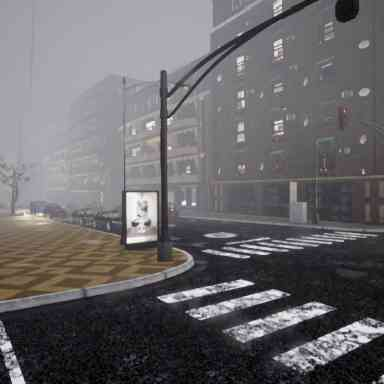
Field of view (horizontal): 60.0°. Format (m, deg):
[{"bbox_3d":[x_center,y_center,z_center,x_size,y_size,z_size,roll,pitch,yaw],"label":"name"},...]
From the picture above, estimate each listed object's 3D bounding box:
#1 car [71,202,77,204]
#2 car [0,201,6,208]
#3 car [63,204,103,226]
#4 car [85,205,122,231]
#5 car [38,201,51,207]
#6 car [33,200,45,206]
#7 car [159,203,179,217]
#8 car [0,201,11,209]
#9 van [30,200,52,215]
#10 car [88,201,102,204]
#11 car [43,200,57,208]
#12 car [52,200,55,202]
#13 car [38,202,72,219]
[{"bbox_3d":[-21.505,2.424,59.695,1.802,1.307,4.206,-2,0,-36],"label":"car"},{"bbox_3d":[-44.614,2.863,77.348,1.887,1.381,4.507,-2,0,-36],"label":"car"},{"bbox_3d":[-8.818,1.969,27.632,2.008,1.369,4.403,-2,0,-36],"label":"car"},{"bbox_3d":[-5.554,1.888,23.119,2.008,1.369,4.403,-2,0,-36],"label":"car"},{"bbox_3d":[-34.559,2.736,77.745,1.947,1.339,4.313,-2,0,-36],"label":"car"},{"bbox_3d":[-37.824,2.798,82.258,1.887,1.381,4.507,-2,0,-36],"label":"car"},{"bbox_3d":[-3.132,1.824,34.506,1.967,1.590,4.097,-2,0,-36],"label":"car"},{"bbox_3d":[-38.087,2.704,68.323,2.008,1.369,4.403,-2,0,-36],"label":"car"},{"bbox_3d":[-19.811,2.035,42.997,1.690,1.788,3.998,-2,0,-36],"label":"van"},{"bbox_3d":[-14.977,2.119,50.672,1.967,1.590,4.097,-2,0,-36],"label":"car"},{"bbox_3d":[-31.299,2.528,73.233,1.967,1.590,4.097,-2,0,-36],"label":"car"},{"bbox_3d":[-25.350,2.470,60.605,1.994,1.385,4.181,-1,-1,-36],"label":"car"},{"bbox_3d":[-14.893,2.115,36.109,1.887,1.381,4.507,-2,0,-36],"label":"car"}]
